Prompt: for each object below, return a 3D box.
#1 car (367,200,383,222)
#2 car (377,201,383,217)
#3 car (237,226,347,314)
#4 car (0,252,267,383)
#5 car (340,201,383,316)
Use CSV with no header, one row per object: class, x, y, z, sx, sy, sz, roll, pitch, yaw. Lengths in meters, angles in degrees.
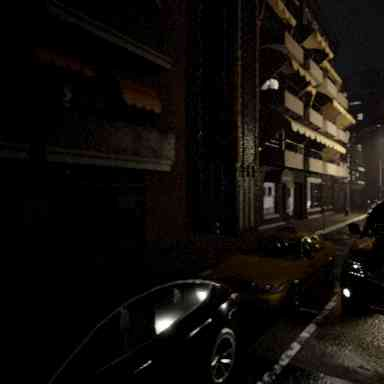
car,15.260,1.445,26.308,1.967,1.590,4.097,0,0,35
car,18.524,1.590,30.918,1.802,1.307,4.206,0,0,35
car,2.103,1.519,7.731,1.752,1.417,4.829,0,0,35
car,-1.064,1.558,3.260,1.947,1.339,4.313,0,0,35
car,4.761,1.222,6.998,2.150,2.045,5.566,0,0,35
